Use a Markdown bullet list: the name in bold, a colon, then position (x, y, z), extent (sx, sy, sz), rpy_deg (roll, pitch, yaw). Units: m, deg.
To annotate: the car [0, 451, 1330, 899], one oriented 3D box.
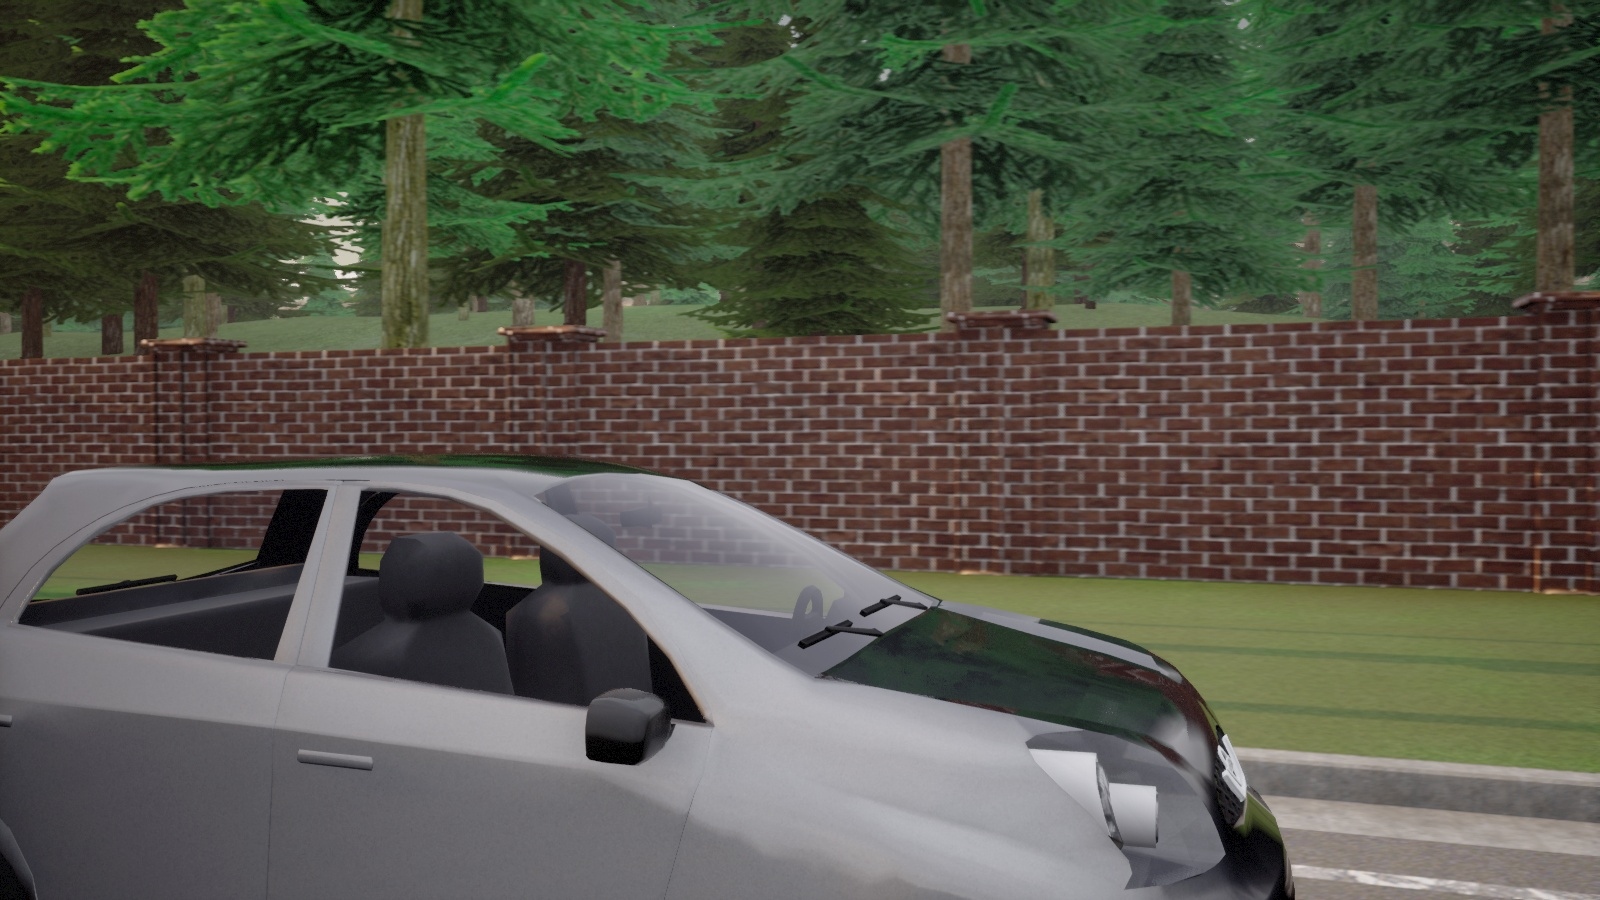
- **car**: position (-0.613, 0.784, 3.400), extent (3.633, 1.501, 1.845), rpy_deg (1, 1, 19)
